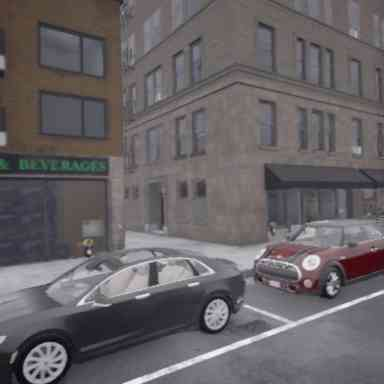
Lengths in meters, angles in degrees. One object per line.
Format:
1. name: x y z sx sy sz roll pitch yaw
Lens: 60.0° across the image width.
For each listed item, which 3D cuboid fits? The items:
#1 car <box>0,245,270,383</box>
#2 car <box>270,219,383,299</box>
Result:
1. car: -1.090 1.654 5.337 4.403 1.369 2.008 -1 -1 -34
2. car: 3.459 1.471 8.458 4.097 1.590 1.967 -1 -1 -34
